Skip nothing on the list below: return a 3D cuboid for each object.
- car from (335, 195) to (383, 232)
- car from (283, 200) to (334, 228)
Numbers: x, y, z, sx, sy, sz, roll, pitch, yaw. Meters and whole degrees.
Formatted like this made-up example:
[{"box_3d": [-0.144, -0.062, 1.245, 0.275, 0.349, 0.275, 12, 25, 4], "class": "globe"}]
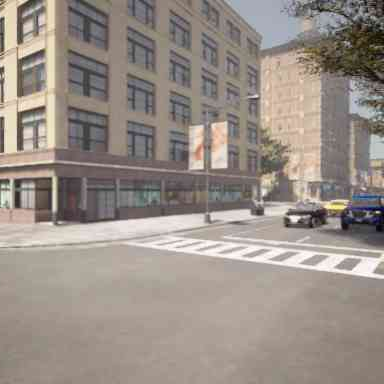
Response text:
[{"box_3d": [10.875, 1.216, 20.774, 2.150, 2.045, 5.566, 0, 0, 35], "class": "car"}, {"box_3d": [7.651, 1.479, 22.263, 2.128, 1.511, 4.902, 0, 0, 35], "class": "car"}]
